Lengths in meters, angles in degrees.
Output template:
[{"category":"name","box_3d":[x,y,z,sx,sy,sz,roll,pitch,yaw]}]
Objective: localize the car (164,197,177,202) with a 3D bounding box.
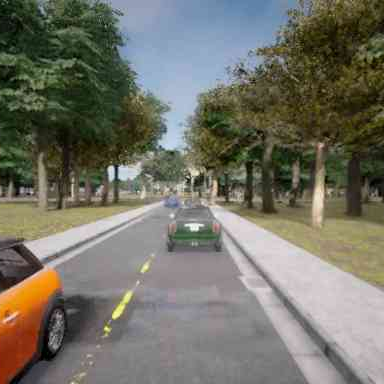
[{"category":"car","box_3d":[-2.836,1.461,46.969,1.882,1.535,5.008,0,0,0]}]

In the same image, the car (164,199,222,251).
[{"category":"car","box_3d":[0.097,1.346,14.284,2.097,1.767,4.553,0,0,0]}]

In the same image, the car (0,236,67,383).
[{"category":"car","box_3d":[-2.851,1.350,2.889,2.097,1.767,4.553,0,0,0]}]
